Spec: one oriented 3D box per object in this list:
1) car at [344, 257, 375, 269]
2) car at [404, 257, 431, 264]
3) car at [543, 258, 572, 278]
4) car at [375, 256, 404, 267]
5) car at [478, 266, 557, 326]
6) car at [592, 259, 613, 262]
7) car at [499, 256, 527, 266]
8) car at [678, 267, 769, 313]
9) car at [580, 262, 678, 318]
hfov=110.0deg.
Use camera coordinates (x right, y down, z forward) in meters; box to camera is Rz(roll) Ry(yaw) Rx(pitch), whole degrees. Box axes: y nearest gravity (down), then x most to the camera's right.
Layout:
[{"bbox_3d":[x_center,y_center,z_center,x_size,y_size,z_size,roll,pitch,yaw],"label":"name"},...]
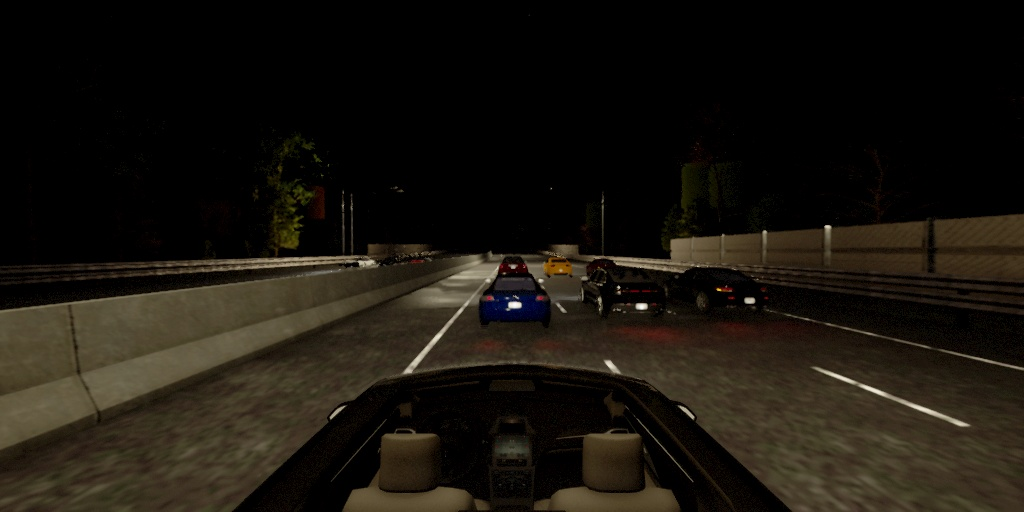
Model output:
[{"bbox_3d":[-17.592,0.824,41.548,1.895,1.301,4.718,0,1,0],"label":"car"},{"bbox_3d":[-10.593,0.822,41.688,1.895,1.301,4.718,0,1,0],"label":"car"},{"bbox_3d":[3.592,0.870,28.819,1.882,1.535,5.008,0,1,0],"label":"car"},{"bbox_3d":[-14.092,0.716,42.355,1.837,1.490,4.892,0,1,0],"label":"car"},{"bbox_3d":[0.083,1.190,11.117,1.994,1.385,4.181,0,1,0],"label":"car"},{"bbox_3d":[7.092,0.925,28.271,1.812,1.442,4.674,0,1,0],"label":"car"},{"bbox_3d":[0.086,0.769,27.000,2.097,1.767,4.553,0,1,0],"label":"car"},{"bbox_3d":[7.090,1.128,12.979,1.812,1.442,4.674,0,1,0],"label":"car"},{"bbox_3d":[3.587,1.115,12.313,1.837,1.490,4.892,0,1,0],"label":"car"}]
